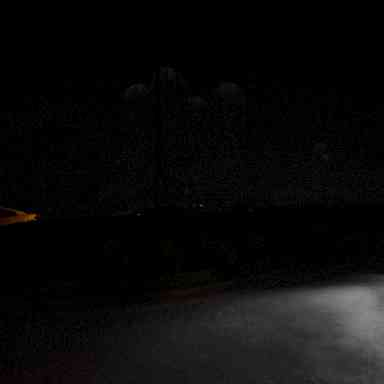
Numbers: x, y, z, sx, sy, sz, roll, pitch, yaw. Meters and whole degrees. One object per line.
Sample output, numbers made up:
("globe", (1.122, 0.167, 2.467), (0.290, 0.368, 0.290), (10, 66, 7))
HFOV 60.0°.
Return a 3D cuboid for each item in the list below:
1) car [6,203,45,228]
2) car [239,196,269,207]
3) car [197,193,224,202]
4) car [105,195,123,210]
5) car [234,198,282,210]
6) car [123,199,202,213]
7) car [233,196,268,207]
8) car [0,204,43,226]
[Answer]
("car", (-11.510, 1.523, 22.851), (1.784, 1.438, 3.905), (0, 0, -36))
("car", (10.192, 1.507, 55.122), (2.242, 1.667, 4.611), (0, 0, -36))
("car", (3.272, 1.244, 59.686), (5.566, 2.045, 2.150), (0, 0, -36))
("car", (-9.423, 1.324, 40.938), (1.905, 1.878, 3.866), (0, 0, -36))
("car", (6.306, 1.540, 29.709), (4.674, 1.442, 1.812), (0, 0, -35))
("car", (-2.044, 1.500, 23.749), (4.902, 1.511, 2.128), (0, 0, -36))
("car", (6.601, 1.328, 36.169), (1.932, 1.855, 4.605), (0, 0, -36))
("car", (-10.080, 1.479, 16.016), (1.882, 1.535, 5.008), (0, 0, 33))
